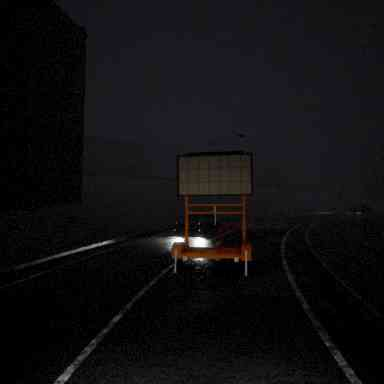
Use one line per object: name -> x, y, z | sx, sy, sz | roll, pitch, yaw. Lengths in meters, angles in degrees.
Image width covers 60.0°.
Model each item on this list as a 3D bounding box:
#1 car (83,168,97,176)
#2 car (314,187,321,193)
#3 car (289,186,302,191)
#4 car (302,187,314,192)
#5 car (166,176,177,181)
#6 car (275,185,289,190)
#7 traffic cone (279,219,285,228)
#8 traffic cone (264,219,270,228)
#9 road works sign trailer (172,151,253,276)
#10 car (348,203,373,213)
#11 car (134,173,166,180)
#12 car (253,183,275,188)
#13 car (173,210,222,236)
car -> -16.694, -2.866, 50.422 | 4.553, 1.767, 2.185 | 2, -5, -33
car -> 31.789, -0.179, 87.165 | 5.566, 2.045, 2.435 | 5, -6, -43
car -> 23.475, -0.577, 79.599 | 4.892, 1.521, 2.231 | 4, -6, -40
car -> 27.676, -0.392, 83.353 | 4.553, 1.767, 2.185 | 4, -6, -42
car -> -2.929, -2.137, 59.421 | 4.892, 1.521, 2.231 | 3, -5, -33
car -> 19.354, -0.812, 76.084 | 4.674, 1.452, 2.002 | 4, -6, -39
traffic cone -> 6.083, 2.130, 22.523 | 0.340, 0.580, 0.340 | -2, -1, 17
traffic cone -> 5.127, 2.159, 22.806 | 0.340, 0.580, 0.340 | -2, -1, 17
road works sign trailer -> 0.756, 0.525, 10.657 | 2.380, 3.560, 2.880 | -1, -1, 12
car -> 26.046, 2.436, 51.400 | 4.674, 1.442, 1.812 | 1, -4, -33
car -> -7.541, -2.348, 56.396 | 4.892, 1.521, 2.231 | 2, -5, -33
car -> 15.082, -1.092, 72.600 | 4.792, 1.488, 2.163 | 3, -6, -38
car -> 0.426, 1.798, 20.014 | 1.994, 1.385, 4.181 | -2, -1, 21
